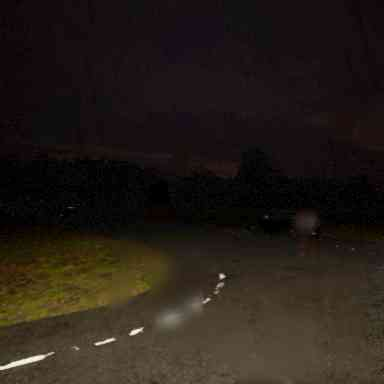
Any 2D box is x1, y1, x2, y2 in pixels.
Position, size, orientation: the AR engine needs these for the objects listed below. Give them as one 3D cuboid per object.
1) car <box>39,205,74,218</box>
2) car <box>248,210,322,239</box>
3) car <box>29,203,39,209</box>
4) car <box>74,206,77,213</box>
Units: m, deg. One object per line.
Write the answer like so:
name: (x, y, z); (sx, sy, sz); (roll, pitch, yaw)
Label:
car: (-15.665, 2.262, 38.340); (2.033, 1.411, 5.357); (4, -3, -35)
car: (5.611, 1.883, 20.710); (2.097, 1.767, 4.553); (4, -3, -36)
car: (-39.559, 3.515, 83.534); (1.812, 1.442, 4.674); (4, -3, -36)
car: (-21.890, 2.969, 58.951); (2.128, 1.511, 4.902); (4, -3, -36)
